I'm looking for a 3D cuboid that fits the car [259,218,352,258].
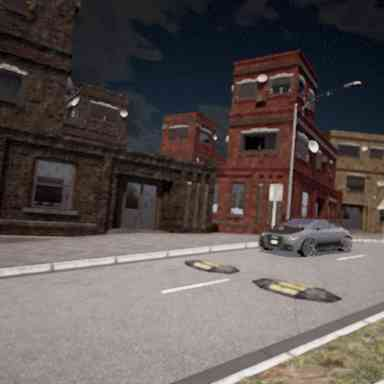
[{"bbox_3d":[4.730,1.770,13.710,4.181,1.385,1.994,3,-1,-35],"label":"car"}]
